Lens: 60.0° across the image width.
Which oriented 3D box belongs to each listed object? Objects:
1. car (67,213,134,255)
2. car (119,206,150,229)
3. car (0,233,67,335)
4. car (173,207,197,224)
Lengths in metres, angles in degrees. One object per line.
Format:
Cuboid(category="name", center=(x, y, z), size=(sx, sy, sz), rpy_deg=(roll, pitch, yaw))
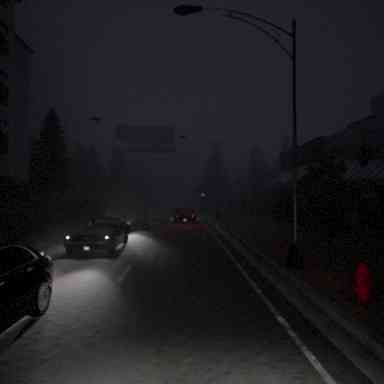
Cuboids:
Cuboid(category="car", center=(-3.941, 1.799, 14.485), size=(1.895, 1.301, 4.718), rpy_deg=(0, -1, -1))
Cuboid(category="car", center=(-4.164, 1.819, 24.342), size=(2.128, 1.511, 4.902), rpy_deg=(0, -1, -1))
Cuboid(category="car", center=(-3.701, 1.578, 4.955), size=(1.837, 1.490, 4.892), rpy_deg=(0, -1, -2))
Cuboid(category="car", center=(-0.612, 1.979, 28.594), size=(1.895, 1.301, 4.718), rpy_deg=(0, -1, -1))
